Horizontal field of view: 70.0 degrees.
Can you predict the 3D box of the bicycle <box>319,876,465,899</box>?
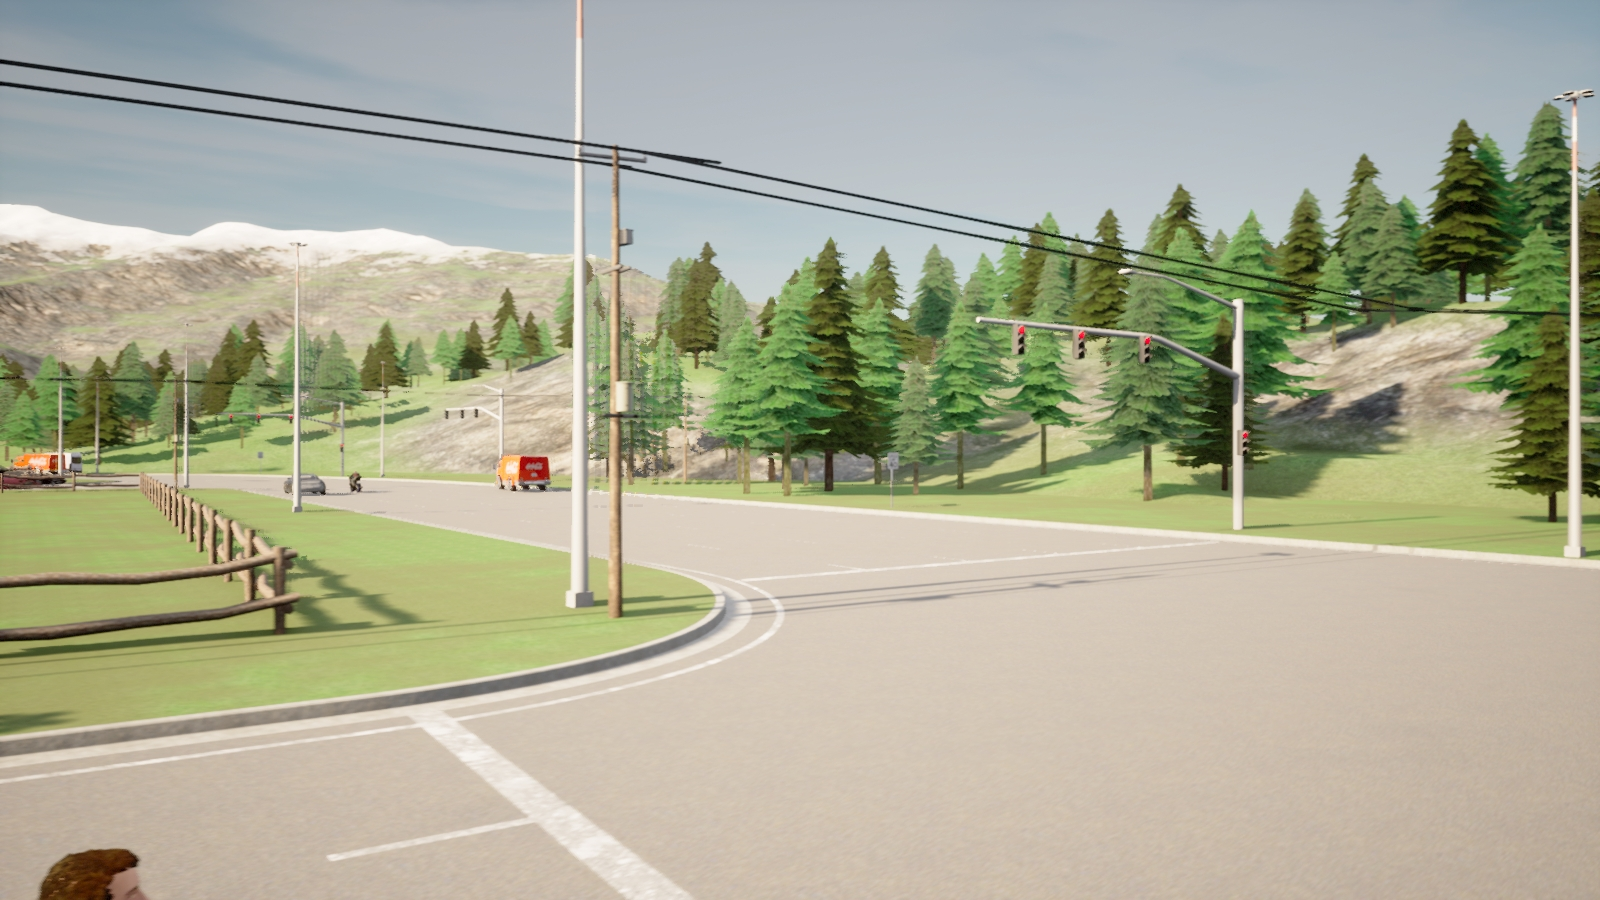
[{"bbox_3d":[-1.696,2.059,2.927,1.643,1.496,0.373,1,0,-33],"label":"bicycle"}]
